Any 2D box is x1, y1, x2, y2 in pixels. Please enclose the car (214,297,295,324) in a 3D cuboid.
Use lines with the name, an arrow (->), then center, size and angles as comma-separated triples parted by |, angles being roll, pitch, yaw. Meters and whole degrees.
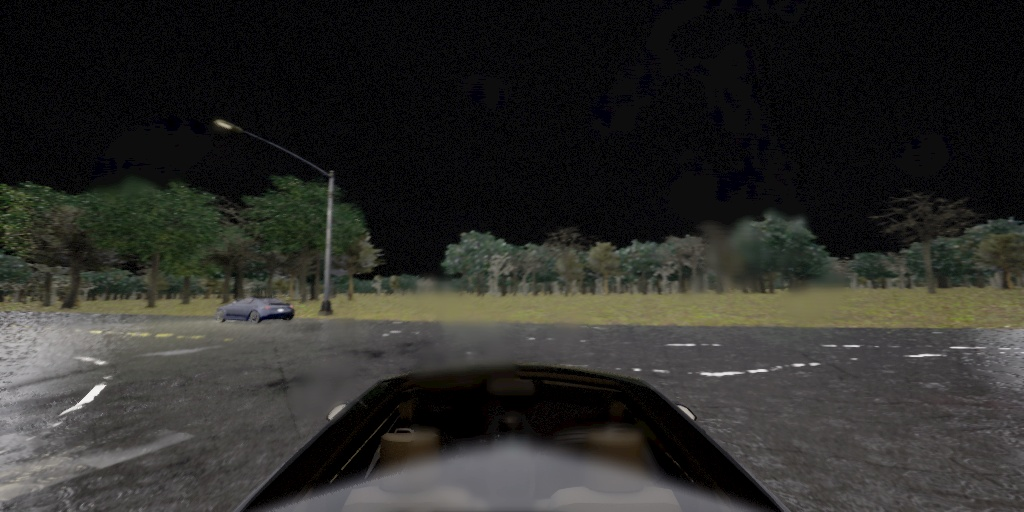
car -> -13.877, 2.887, 19.381 | 4.181, 1.385, 1.994 | -3, -6, 21
